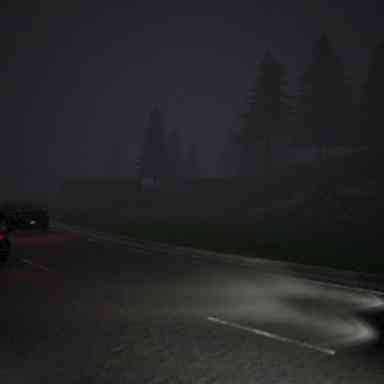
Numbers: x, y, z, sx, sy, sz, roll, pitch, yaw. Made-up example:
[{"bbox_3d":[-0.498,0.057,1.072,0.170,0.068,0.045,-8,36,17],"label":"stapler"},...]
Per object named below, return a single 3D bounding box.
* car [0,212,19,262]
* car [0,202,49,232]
[{"bbox_3d":[-7.284,1.395,10.386,4.181,1.385,1.994,1,1,45],"label":"car"},{"bbox_3d":[-9.082,1.232,17.222,1.882,1.535,5.008,0,1,-43],"label":"car"}]
